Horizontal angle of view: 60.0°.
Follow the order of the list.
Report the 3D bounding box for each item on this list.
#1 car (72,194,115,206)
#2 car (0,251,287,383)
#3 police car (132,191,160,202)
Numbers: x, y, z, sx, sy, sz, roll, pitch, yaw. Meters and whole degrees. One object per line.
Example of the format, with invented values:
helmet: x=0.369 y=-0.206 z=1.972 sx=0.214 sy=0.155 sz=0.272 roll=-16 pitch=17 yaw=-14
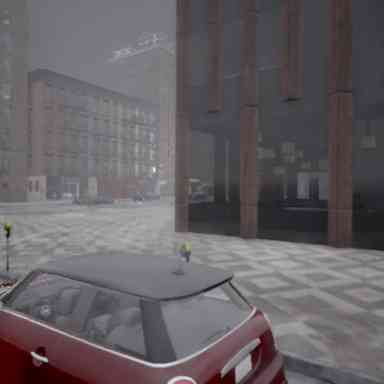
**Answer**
car: x=-12.071 y=0.978 z=41.021 sx=2.033 sy=1.411 sz=5.357 roll=1 pitch=1 yaw=36
car: x=-1.170 y=1.426 z=3.792 sx=4.097 sy=1.590 sz=1.967 roll=0 pitch=0 yaw=35
police car: x=-7.332 y=0.655 z=53.021 sx=1.930 sy=1.638 sz=5.238 roll=1 pitch=1 yaw=36
